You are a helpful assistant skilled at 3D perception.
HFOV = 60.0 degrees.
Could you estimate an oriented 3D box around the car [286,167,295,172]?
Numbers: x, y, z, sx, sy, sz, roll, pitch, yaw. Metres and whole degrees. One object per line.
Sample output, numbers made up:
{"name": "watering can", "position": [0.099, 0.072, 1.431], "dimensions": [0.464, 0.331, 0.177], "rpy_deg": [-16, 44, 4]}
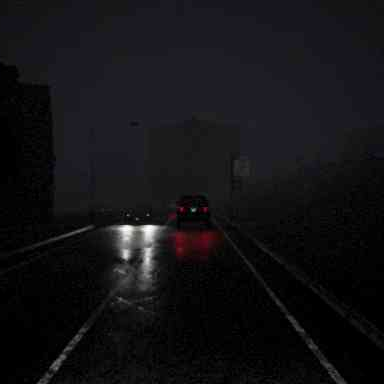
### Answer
{"name": "car", "position": [21.363, -4.326, 67.325], "dimensions": [2.002, 1.452, 4.674], "rpy_deg": [0, 1, -1]}

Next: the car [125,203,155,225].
{"name": "car", "position": [-3.722, 1.546, 24.446], "dimensions": [1.812, 1.442, 4.674], "rpy_deg": [0, 0, -2]}

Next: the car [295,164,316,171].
{"name": "car", "position": [21.484, -4.417, 61.831], "dimensions": [2.185, 1.767, 4.553], "rpy_deg": [0, 1, -1]}

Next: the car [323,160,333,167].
{"name": "car", "position": [21.723, -4.139, 50.895], "dimensions": [2.231, 1.521, 4.892], "rpy_deg": [0, 1, -1]}

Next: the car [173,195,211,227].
{"name": "car", "position": [0.079, 1.228, 22.727], "dimensions": [2.150, 2.045, 5.566], "rpy_deg": [0, -1, 0]}

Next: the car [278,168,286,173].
{"name": "car", "position": [21.239, -4.569, 72.997], "dimensions": [2.185, 1.767, 4.553], "rpy_deg": [0, 1, -1]}

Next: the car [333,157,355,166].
{"name": "car", "position": [21.853, -4.050, 45.377], "dimensions": [2.231, 1.521, 4.892], "rpy_deg": [0, 1, -1]}

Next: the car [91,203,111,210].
{"name": "car", "position": [-17.491, 2.720, 63.533], "dimensions": [2.033, 1.411, 5.357], "rpy_deg": [-1, -2, -40]}

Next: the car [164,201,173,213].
{"name": "car", "position": [-2.117, 1.771, 40.954], "dimensions": [1.812, 1.442, 4.674], "rpy_deg": [0, -1, -14]}

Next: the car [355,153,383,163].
{"name": "car", "position": [22.087, -3.902, 39.836], "dimensions": [2.002, 1.452, 4.674], "rpy_deg": [0, 1, -3]}

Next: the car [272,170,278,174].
{"name": "car", "position": [21.118, -4.640, 78.516], "dimensions": [2.185, 1.767, 4.553], "rpy_deg": [0, 1, -1]}

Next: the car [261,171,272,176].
{"name": "car", "position": [20.875, -4.643, 89.531], "dimensions": [2.231, 1.521, 4.892], "rpy_deg": [0, 1, -1]}
